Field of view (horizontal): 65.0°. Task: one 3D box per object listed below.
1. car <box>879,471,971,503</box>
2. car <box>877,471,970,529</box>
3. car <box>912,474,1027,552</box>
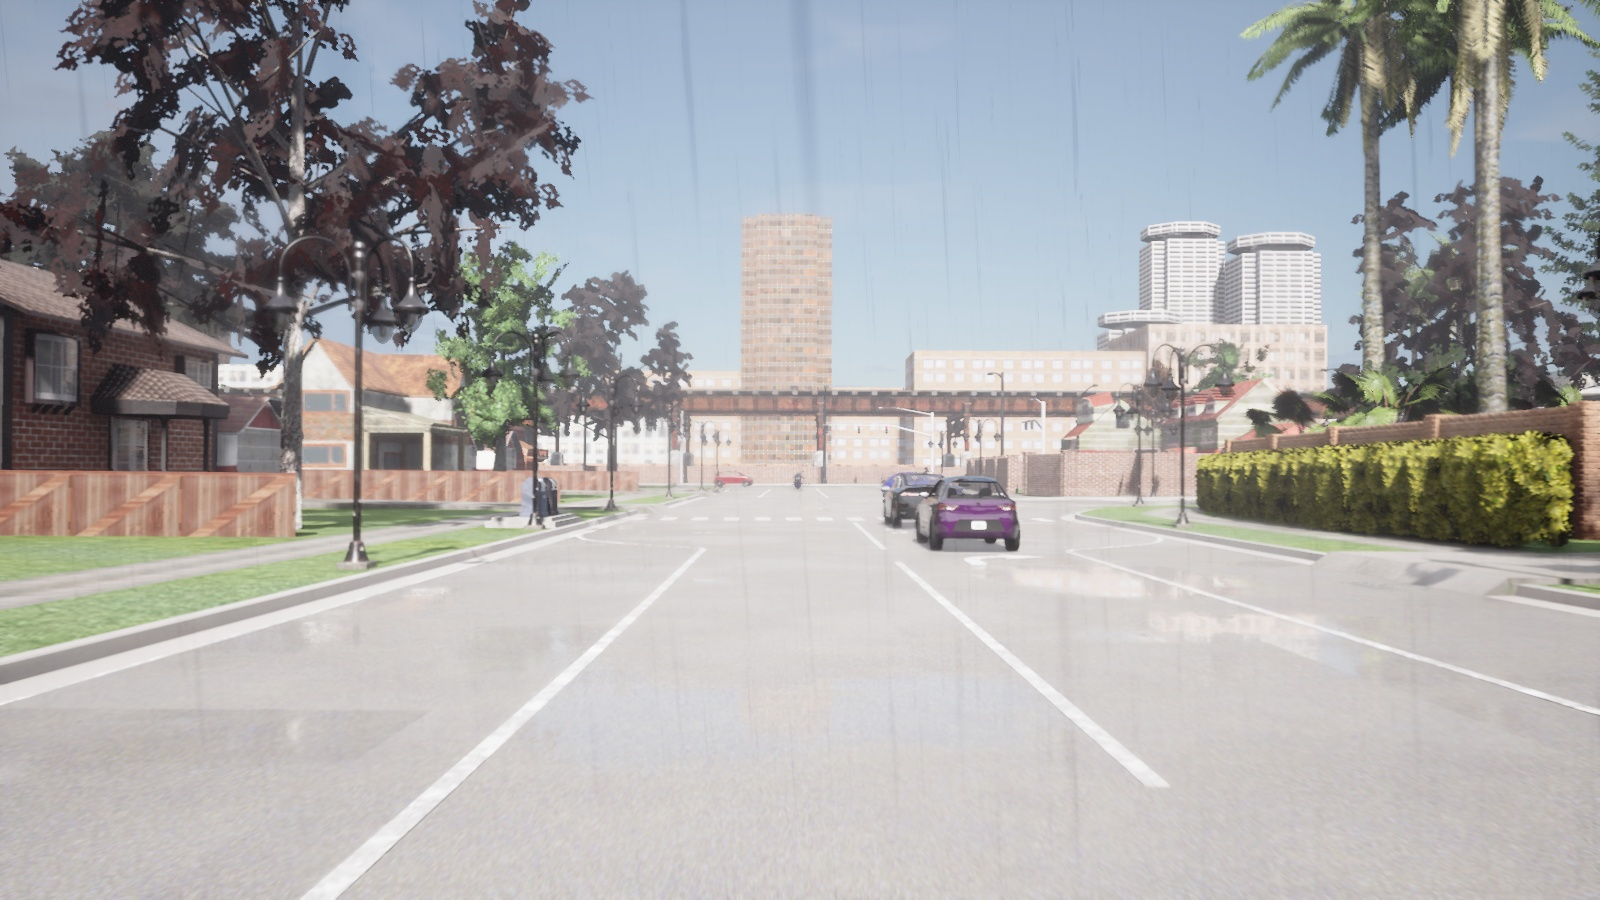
[{"bbox_3d":[5.951,1.750,59.968,1.816,1.474,4.193,0,-1,-44],"label":"car"},{"bbox_3d":[3.412,1.353,35.603,2.128,1.511,4.902,0,-1,0],"label":"car"},{"bbox_3d":[3.435,1.253,26.214,1.816,1.474,4.193,0,-1,0],"label":"car"}]
